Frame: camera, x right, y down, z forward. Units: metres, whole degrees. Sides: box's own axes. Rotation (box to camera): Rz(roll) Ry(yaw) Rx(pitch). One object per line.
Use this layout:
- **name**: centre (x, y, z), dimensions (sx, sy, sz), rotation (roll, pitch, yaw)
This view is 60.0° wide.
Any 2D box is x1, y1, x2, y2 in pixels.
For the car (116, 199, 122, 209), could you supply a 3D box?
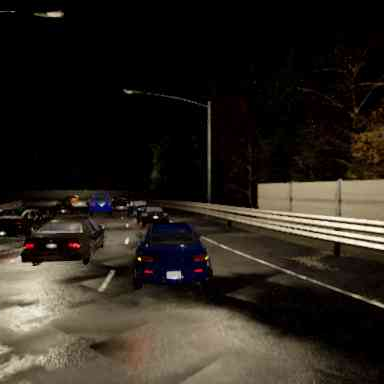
- **car**: centre (-9.857, 1.674, 44.481), dimensions (1.837, 1.490, 4.892), rotation (0, 0, -22)

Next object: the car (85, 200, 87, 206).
- **car**: centre (-17.387, 1.715, 58.670), dimensions (2.128, 1.511, 4.902), rotation (0, 0, -32)

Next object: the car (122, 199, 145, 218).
- **car**: centre (-5.200, 1.613, 32.103), dimensions (2.128, 1.511, 4.902), rotation (0, 0, -17)

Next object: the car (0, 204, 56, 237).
- **car**: centre (-8.647, 1.571, 16.917), dimensions (1.837, 1.490, 4.892), rotation (0, 0, -9)

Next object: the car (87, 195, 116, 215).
- **car**: centre (-9.274, 1.349, 33.674), dimensions (2.150, 2.045, 5.566), rotation (0, 0, -18)

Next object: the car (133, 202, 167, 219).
- **car**: centre (-2.934, 1.654, 24.173), dimensions (1.994, 1.385, 4.181), rotation (0, 0, -15)

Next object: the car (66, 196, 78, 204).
- **car**: centre (-26.207, 1.629, 71.147), dimensions (2.097, 1.767, 4.553), rotation (0, 0, -42)

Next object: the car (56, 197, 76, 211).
- **car**: centre (-13.581, 1.641, 35.236), dimensions (1.837, 1.490, 4.892), rotation (0, 0, -20)

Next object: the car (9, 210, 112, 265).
- **car**: centre (-4.313, 1.593, 11.955), dimensions (2.033, 1.411, 5.357), rotation (0, 0, -7)

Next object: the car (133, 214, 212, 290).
- **car**: centre (-0.587, 1.560, 9.169), dimensions (1.812, 1.442, 4.674), rotation (0, 0, -5)
